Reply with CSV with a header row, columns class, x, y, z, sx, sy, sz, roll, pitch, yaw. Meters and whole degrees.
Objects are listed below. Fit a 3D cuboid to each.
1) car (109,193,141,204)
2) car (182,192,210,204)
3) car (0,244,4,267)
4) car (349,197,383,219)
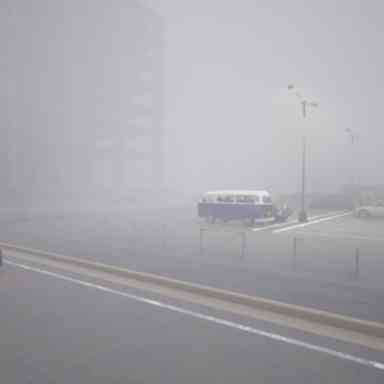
class,x,y,z,sx,sy,sz,roll,pitch,yaw
car,-9.524,0.908,47.384,1.882,1.535,5.008,1,1,35
car,0.788,0.949,61.720,1.882,1.535,5.008,1,1,35
car,-6.869,1.407,8.883,4.181,1.385,1.994,1,1,36
car,14.315,1.359,25.027,3.806,1.475,1.970,1,1,36
